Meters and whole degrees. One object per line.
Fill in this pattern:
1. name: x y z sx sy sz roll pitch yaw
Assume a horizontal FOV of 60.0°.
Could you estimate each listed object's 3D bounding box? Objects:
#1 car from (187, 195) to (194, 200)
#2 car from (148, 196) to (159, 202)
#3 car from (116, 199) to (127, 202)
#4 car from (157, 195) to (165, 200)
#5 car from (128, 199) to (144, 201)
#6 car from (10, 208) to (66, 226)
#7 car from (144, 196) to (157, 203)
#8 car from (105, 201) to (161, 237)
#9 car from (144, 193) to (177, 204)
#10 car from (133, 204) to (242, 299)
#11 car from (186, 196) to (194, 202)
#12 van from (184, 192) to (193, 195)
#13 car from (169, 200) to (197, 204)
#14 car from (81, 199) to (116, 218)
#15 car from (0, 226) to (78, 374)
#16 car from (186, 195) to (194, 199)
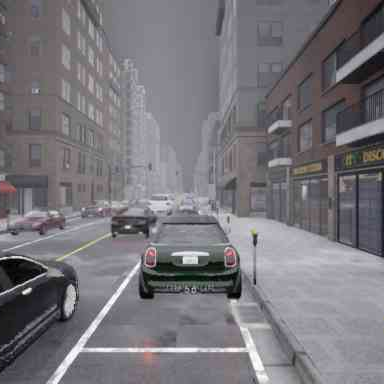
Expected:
1. car: -0.383 1.575 90.427 1.802 1.307 4.206 0 0 0
2. car: -8.408 1.543 73.374 1.887 1.381 4.507 0 0 0
3. car: -8.408 1.525 34.923 1.752 1.417 4.829 0 0 0
4. car: -8.408 1.519 90.251 1.752 1.417 4.829 0 0 0
5. car: -5.823 1.525 39.079 1.812 1.442 4.674 0 0 1
6. car: -8.408 1.582 18.538 1.802 1.307 4.206 0 0 0
7. car: -8.408 1.549 67.693 2.008 1.369 4.403 0 0 0
8. car: -2.982 1.478 17.953 1.882 1.535 5.008 0 0 0
9. car: -2.982 1.223 32.881 2.150 2.045 5.566 0 0 1
10. car: -0.032 1.353 8.620 2.097 1.767 4.553 0 0 0
11. car: -0.383 1.579 79.064 1.802 1.307 4.206 0 0 0
12. van: -0.383 1.339 67.702 1.690 1.788 3.998 0 0 0
13. car: -0.383 1.551 24.063 2.008 1.369 4.403 0 0 0
14. car: -8.408 1.440 29.575 1.967 1.590 4.097 0 0 0
15. car: -3.019 1.506 4.285 1.837 1.490 4.892 0 0 0
16. car: -0.383 1.440 35.101 1.967 1.590 4.097 0 0 0
